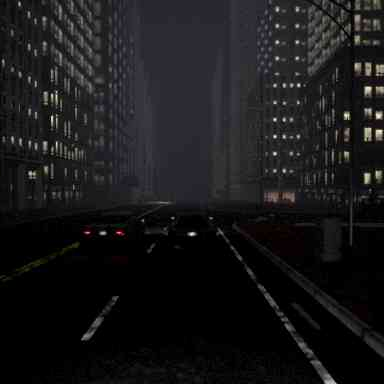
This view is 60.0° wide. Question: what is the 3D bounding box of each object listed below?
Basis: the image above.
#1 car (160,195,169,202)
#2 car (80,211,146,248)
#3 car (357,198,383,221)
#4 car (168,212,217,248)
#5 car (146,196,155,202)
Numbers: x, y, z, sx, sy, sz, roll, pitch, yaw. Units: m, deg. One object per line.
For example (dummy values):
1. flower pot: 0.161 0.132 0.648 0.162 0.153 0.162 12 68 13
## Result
1. car: -6.499 1.520 78.837 2.128 1.511 4.902 0 0 0
2. car: -3.250 1.562 14.651 2.033 1.411 5.357 0 0 0
3. car: 15.992 1.412 26.779 5.009 1.841 2.192 0 1 3
4. car: 0.000 1.571 14.652 1.994 1.385 4.181 0 0 0
5. car: -9.749 1.535 78.836 2.033 1.411 5.357 0 0 0
